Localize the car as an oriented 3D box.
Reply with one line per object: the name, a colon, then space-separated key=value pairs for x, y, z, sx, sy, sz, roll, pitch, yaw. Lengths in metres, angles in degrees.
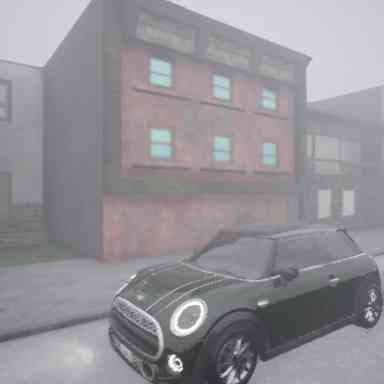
car: x=1.037 y=1.349 z=5.335 sx=4.553 sy=1.767 sz=2.097 roll=0 pitch=0 yaw=-35
